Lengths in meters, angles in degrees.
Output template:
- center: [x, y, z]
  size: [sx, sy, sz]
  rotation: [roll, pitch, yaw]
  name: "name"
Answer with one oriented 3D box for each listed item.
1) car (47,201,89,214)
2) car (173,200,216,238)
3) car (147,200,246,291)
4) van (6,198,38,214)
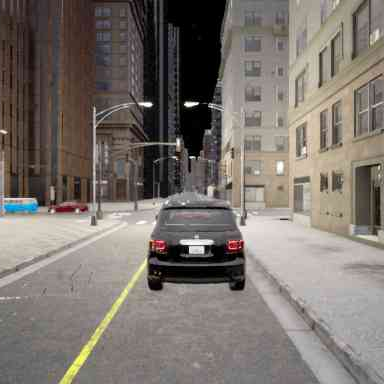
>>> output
- center: [-13.926, 1.725, 37.508]
  size: [4.507, 1.381, 1.887]
  rotation: [-1, 0, 0]
  name: "car"
- center: [0.121, 1.357, 18.618]
  size: [2.097, 1.767, 4.553]
  rotation: [0, 0, 0]
  name: "car"
- center: [0.113, 1.223, 9.169]
  size: [2.150, 2.045, 5.566]
  rotation: [0, 0, 0]
  name: "car"
- center: [-19.553, 1.589, 37.536]
  size: [3.998, 1.788, 1.690]
  rotation: [-1, 0, 0]
  name: "van"
